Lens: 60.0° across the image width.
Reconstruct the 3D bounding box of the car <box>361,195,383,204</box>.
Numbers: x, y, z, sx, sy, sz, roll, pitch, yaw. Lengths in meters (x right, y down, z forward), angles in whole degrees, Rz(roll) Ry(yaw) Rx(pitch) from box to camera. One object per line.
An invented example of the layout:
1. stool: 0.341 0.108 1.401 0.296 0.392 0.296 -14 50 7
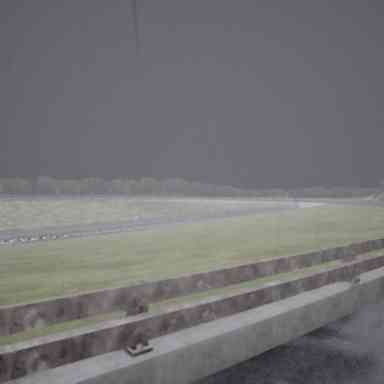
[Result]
1. car: 43.232 1.817 80.849 2.150 2.045 5.566 0 -1 1
